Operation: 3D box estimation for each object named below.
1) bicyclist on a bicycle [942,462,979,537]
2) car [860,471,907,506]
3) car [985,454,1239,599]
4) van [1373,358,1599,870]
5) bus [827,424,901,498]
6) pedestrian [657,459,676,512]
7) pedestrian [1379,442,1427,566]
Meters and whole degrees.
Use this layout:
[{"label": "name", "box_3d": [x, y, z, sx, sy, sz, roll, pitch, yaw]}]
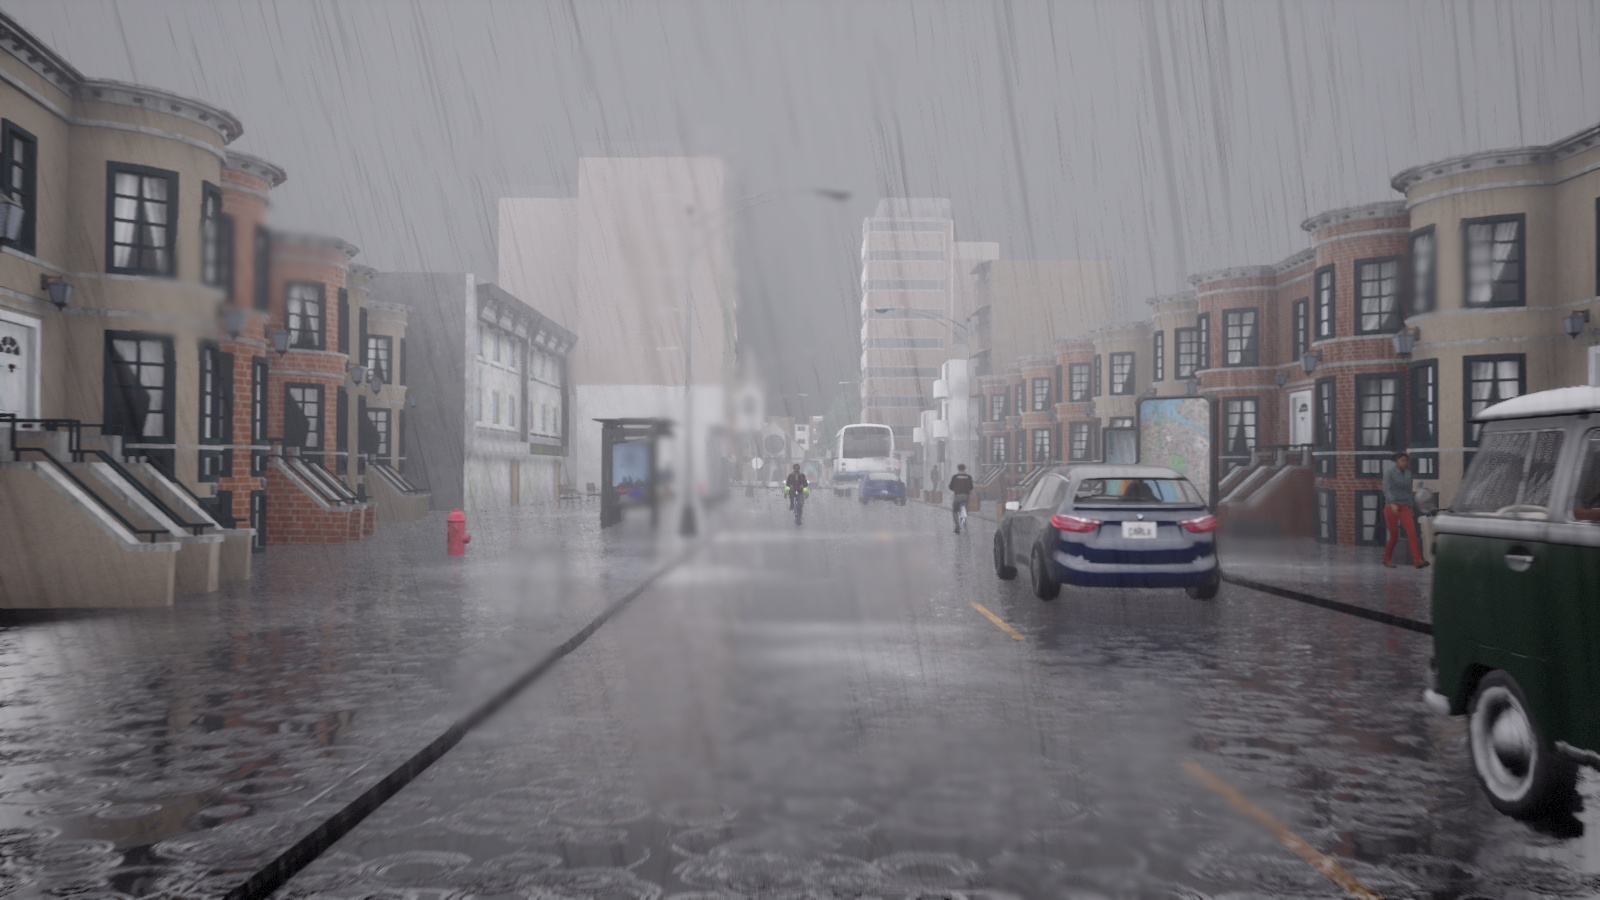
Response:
[{"label": "bicyclist on a bicycle", "box_3d": [3.927, 1.184, 30.759, 0.659, 1.776, 1.843, 0, -1, 0]}, {"label": "car", "box_3d": [3.858, 1.761, 58.795, 1.882, 1.535, 5.008, 0, -1, 0]}, {"label": "car", "box_3d": [3.960, 0.925, 16.860, 2.242, 1.667, 4.611, 0, -1, 0]}, {"label": "van", "box_3d": [3.989, 0.627, 4.537, 1.775, 1.987, 4.442, 0, -1, 0]}, {"label": "bus", "box_3d": [3.781, 0.708, 76.798, 3.944, 4.253, 10.273, 0, -1, 0]}, {"label": "pedestrian", "box_3d": [-4.937, 1.323, 46.538, 0.423, 1.949, 0.788, -1, -1, 17]}, {"label": "pedestrian", "box_3d": [9.135, 0.806, 19.033, 0.353, 1.847, 0.614, 0, -1, -10]}]
